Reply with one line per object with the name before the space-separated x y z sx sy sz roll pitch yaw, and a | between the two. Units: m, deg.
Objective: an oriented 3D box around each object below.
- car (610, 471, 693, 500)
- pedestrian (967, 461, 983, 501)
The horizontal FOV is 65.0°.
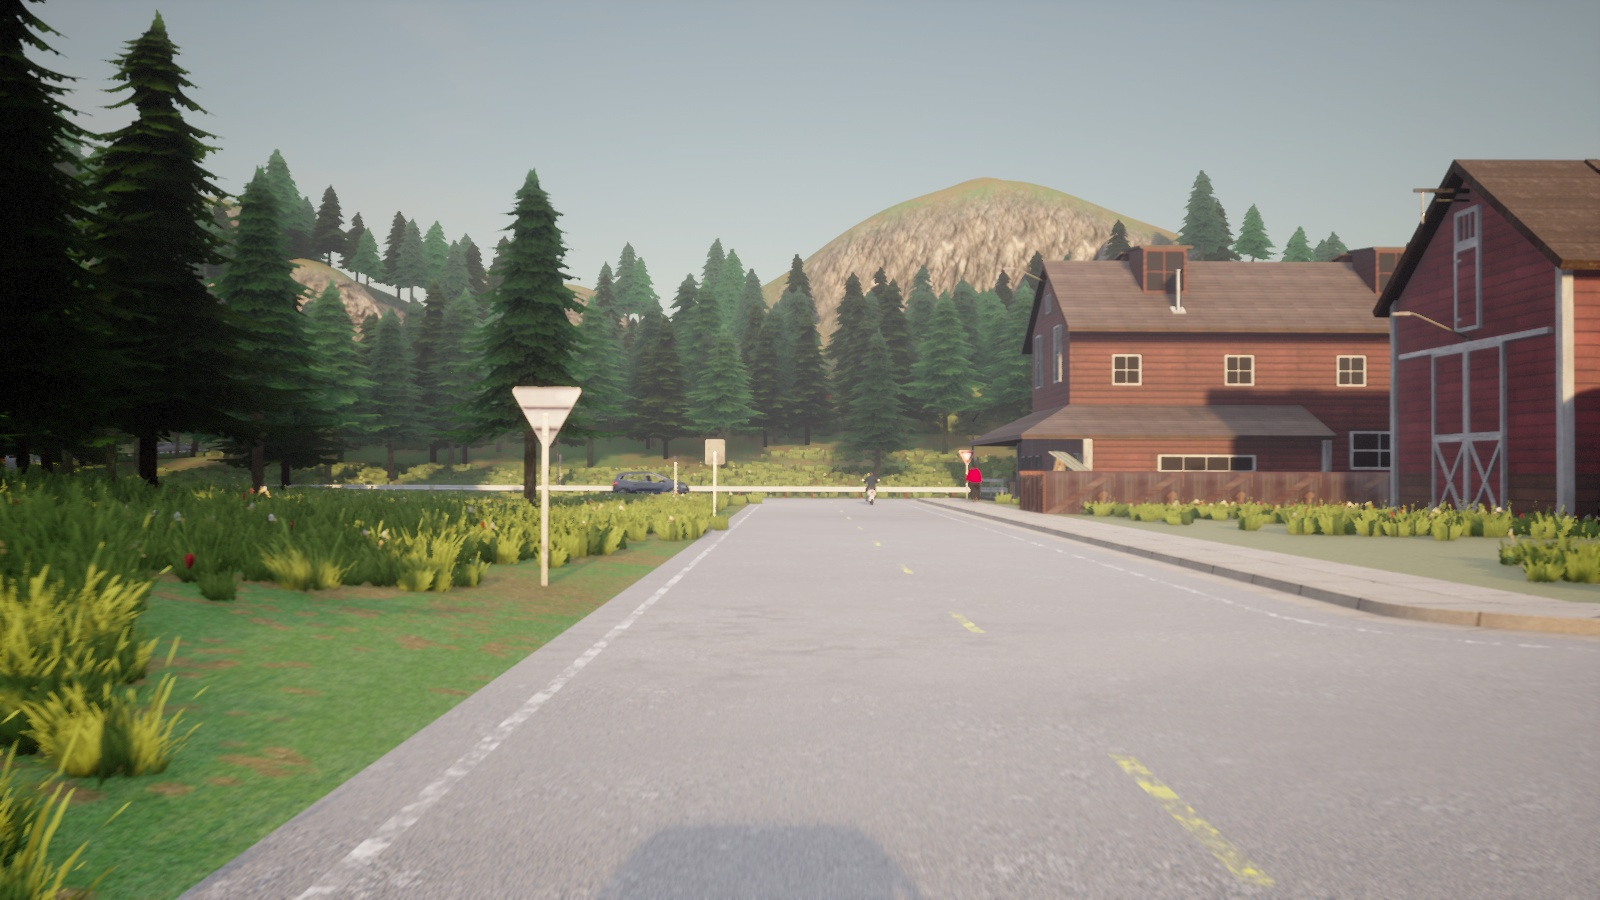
car | -8.751 2.111 74.239 4.611 1.667 2.242 0 -1 0
pedestrian | 8.181 1.448 58.715 0.634 1.844 0.899 -1 -1 16
